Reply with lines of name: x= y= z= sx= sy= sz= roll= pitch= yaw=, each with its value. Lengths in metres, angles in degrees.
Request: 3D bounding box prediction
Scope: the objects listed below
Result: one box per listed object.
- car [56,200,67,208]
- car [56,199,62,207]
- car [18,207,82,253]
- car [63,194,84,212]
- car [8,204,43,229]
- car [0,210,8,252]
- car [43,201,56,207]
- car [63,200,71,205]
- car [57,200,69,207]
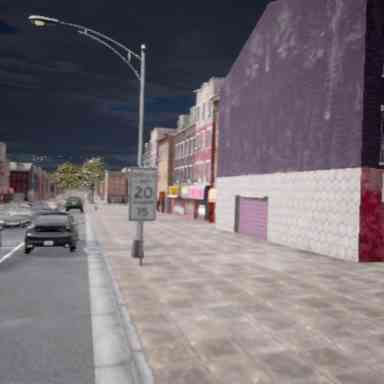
car: x=-24.498 y=2.196 z=62.486 sx=1.802 sy=1.307 sz=4.206 roll=0 pitch=-1 yaw=-18
car: x=-17.676 y=1.840 z=41.622 sx=1.752 sy=1.417 sz=4.829 roll=0 pitch=-1 yaw=-18
car: x=-5.908 y=1.619 z=14.342 sx=1.837 sy=1.490 sz=4.892 roll=2 pitch=-1 yaw=-18
car: x=-15.997 y=1.658 z=45.378 sx=2.150 sy=2.045 sz=5.566 roll=2 pitch=-1 yaw=-18
car: x=-10.957 y=1.646 z=21.072 sx=2.008 sy=1.369 sz=4.403 roll=1 pitch=-1 yaw=-18
car: x=-7.572 y=1.452 z=10.718 sx=1.967 sy=1.590 sz=4.097 roll=1 pitch=-1 yaw=-18
car: x=-14.343 y=1.762 z=31.429 sx=1.947 sy=1.339 sz=4.313 roll=0 pitch=-1 yaw=-18
car: x=-31.276 y=2.547 z=83.198 sx=1.802 sy=1.307 sz=4.206 roll=0 pitch=-1 yaw=-18
car: x=-26.195 y=2.249 z=67.667 sx=2.008 sy=1.369 sz=4.403 roll=0 pitch=-1 yaw=-18
